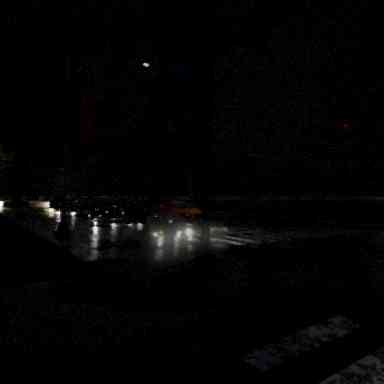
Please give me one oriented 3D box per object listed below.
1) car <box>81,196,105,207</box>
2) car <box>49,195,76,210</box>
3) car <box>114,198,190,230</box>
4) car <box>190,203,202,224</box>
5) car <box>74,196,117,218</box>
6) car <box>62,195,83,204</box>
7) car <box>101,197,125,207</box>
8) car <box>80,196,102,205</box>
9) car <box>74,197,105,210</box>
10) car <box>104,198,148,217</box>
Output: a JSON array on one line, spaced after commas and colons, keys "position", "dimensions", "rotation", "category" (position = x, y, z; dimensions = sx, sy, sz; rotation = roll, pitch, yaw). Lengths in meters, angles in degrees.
[{"position": [-14.503, 1.334, 48.490], "dimensions": [1.837, 1.490, 4.892], "rotation": [2, -1, -34], "category": "car"}, {"position": [-14.470, 1.209, 36.964], "dimensions": [1.837, 1.490, 4.892], "rotation": [2, 0, -35], "category": "car"}, {"position": [-2.576, 1.332, 20.122], "dimensions": [2.128, 1.511, 4.902], "rotation": [2, -1, -35], "category": "car"}, {"position": [-0.787, 1.393, 23.221], "dimensions": [1.882, 1.535, 5.008], "rotation": [2, -1, -35], "category": "car"}, {"position": [-8.014, 1.283, 27.814], "dimensions": [1.837, 1.490, 4.892], "rotation": [2, -1, -35], "category": "car"}, {"position": [-20.551, 1.304, 56.972], "dimensions": [2.128, 1.511, 4.902], "rotation": [2, -1, -35], "category": "car"}, {"position": [-12.100, 1.477, 50.738], "dimensions": [1.994, 1.385, 4.181], "rotation": [2, -1, -35], "category": "car"}, {"position": [-17.900, 1.445, 58.847], "dimensions": [2.033, 1.411, 5.357], "rotation": [2, -1, -35], "category": "car"}, {"position": [-12.229, 1.333, 39.427], "dimensions": [2.033, 1.411, 5.357], "rotation": [2, -1, -34], "category": "car"}, {"position": [-6.252, 1.344, 30.950], "dimensions": [2.128, 1.511, 4.902], "rotation": [2, -1, -35], "category": "car"}]
